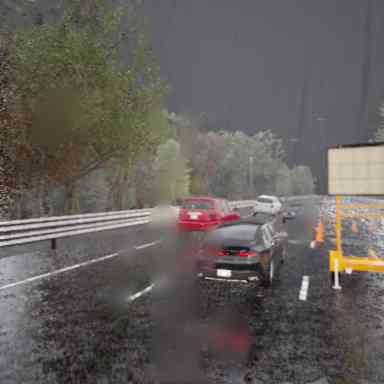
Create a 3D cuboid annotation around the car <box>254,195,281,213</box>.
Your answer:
[{"bbox_3d":[8.128,1.379,35.501,2.150,2.045,5.566,6,5,21],"label":"car"}]

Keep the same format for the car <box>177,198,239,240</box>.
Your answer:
[{"bbox_3d":[1.093,1.357,17.969,2.150,2.045,5.566,0,-2,22],"label":"car"}]

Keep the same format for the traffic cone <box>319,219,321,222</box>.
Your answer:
[{"bbox_3d":[7.529,2.054,19.622,0.340,0.580,0.340,-1,-1,21],"label":"traffic cone"}]

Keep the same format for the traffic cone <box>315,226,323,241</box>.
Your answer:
[{"bbox_3d":[6.066,2.037,15.899,0.340,0.580,0.340,-1,-1,21],"label":"traffic cone"}]

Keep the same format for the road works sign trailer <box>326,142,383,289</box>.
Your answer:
[{"bbox_3d":[4.879,0.494,8.845,2.380,3.560,2.880,-1,-1,22],"label":"road works sign trailer"}]

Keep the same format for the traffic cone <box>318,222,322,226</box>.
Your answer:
[{"bbox_3d":[6.797,2.046,17.760,0.340,0.580,0.340,-1,-1,21],"label":"traffic cone"}]

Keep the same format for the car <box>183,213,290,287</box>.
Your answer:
[{"bbox_3d":[1.596,1.580,9.717,1.837,1.490,4.892,-1,-1,21],"label":"car"}]

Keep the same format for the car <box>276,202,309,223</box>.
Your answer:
[{"bbox_3d":[8.440,1.702,27.027,2.033,1.411,5.357,-1,-1,22],"label":"car"}]
